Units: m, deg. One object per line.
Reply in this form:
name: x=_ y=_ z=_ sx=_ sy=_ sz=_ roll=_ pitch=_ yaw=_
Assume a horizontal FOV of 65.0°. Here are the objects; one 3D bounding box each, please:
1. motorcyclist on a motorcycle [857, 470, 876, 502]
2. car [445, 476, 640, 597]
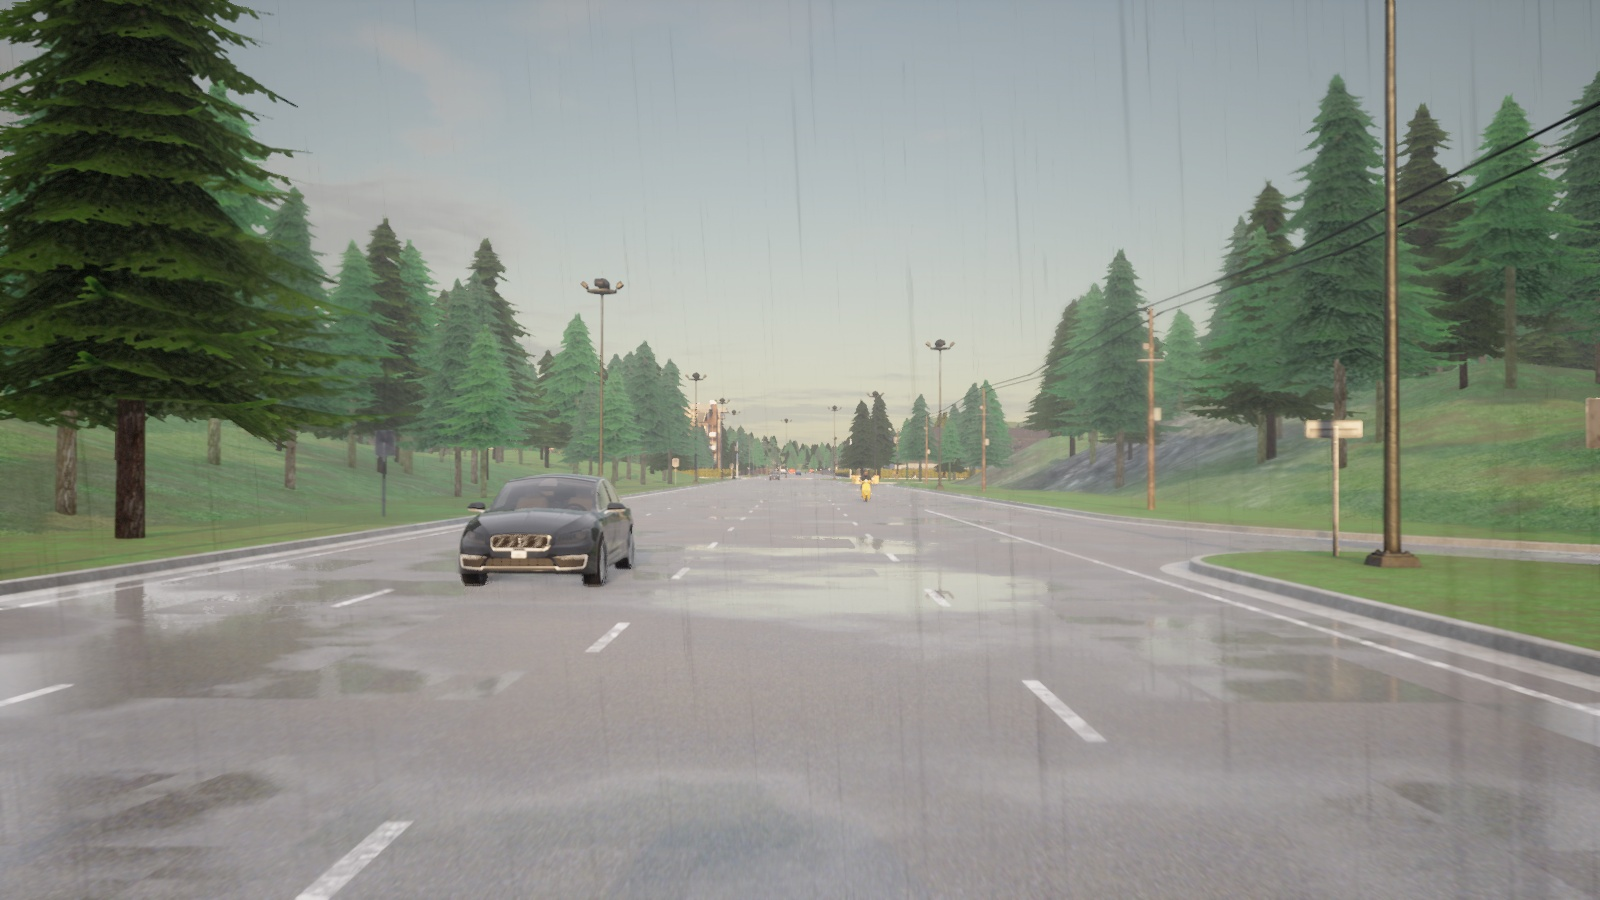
motorcyclist on a motorcycle: x=3.346 y=1.817 z=63.470 sx=0.866 sy=1.590 sz=1.817 roll=0 pitch=-1 yaw=0
car: x=-3.544 y=1.138 z=18.204 sx=1.837 sy=1.490 sz=4.892 roll=0 pitch=-1 yaw=0
